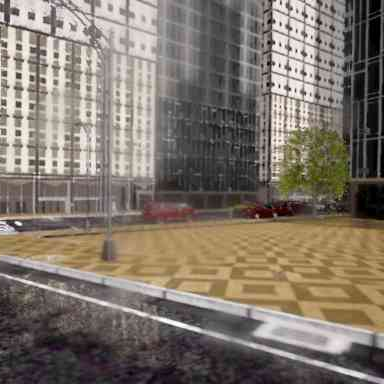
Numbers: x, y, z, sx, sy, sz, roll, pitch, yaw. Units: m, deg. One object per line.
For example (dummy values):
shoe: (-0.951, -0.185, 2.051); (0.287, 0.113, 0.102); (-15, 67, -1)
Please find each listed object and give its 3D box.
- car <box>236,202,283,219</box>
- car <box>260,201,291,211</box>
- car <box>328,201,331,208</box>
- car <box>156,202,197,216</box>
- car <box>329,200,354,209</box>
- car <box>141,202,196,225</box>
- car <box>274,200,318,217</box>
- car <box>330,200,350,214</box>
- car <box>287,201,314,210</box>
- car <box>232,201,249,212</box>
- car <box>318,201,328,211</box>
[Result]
car: (7.282, 2.106, 35.729); (4.507, 1.381, 1.887); (0, 1, -34)
car: (12.195, 2.045, 48.633); (4.313, 1.339, 1.947); (0, 1, -34)
car: (21.555, 2.101, 55.032); (4.313, 1.339, 1.947); (0, 1, -34)
car: (-1.845, 1.948, 39.035); (4.403, 1.369, 2.008); (0, 1, -34)
car: (26.235, 2.129, 58.231); (4.313, 1.339, 1.947); (0, 1, -34)
car: (-2.074, 1.822, 29.327); (5.009, 1.841, 2.192); (0, 1, -34)
car: (11.965, 1.904, 38.925); (5.009, 1.841, 2.192); (0, 1, -34)
car: (21.321, 2.210, 45.327); (4.313, 1.339, 1.947); (0, 1, -34)
car: (16.875, 2.089, 51.833); (4.206, 1.307, 1.802); (0, 1, -34)
car: (7.375, 1.976, 45.337); (4.829, 1.417, 1.752); (0, 1, -34)
car: (17.474, 2.147, 49.155); (4.718, 1.301, 1.895); (0, 1, -34)
